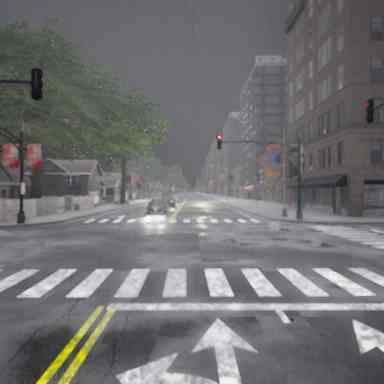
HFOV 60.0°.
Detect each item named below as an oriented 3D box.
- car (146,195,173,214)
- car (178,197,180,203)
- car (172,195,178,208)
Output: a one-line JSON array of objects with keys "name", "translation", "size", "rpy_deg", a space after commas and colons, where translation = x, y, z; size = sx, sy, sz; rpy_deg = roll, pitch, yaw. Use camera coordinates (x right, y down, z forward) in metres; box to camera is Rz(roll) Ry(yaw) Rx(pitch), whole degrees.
[{"name": "car", "translation": [-3.343, 1.371, 33.032], "size": [2.128, 1.511, 4.902], "rpy_deg": [0, 0, 0]}, {"name": "car", "translation": [-3.298, 1.322, 60.000], "size": [1.812, 1.442, 4.674], "rpy_deg": [0, 0, 1]}, {"name": "car", "translation": [-3.339, 1.197, 44.159], "size": [2.097, 1.767, 4.553], "rpy_deg": [0, 0, 0]}]
